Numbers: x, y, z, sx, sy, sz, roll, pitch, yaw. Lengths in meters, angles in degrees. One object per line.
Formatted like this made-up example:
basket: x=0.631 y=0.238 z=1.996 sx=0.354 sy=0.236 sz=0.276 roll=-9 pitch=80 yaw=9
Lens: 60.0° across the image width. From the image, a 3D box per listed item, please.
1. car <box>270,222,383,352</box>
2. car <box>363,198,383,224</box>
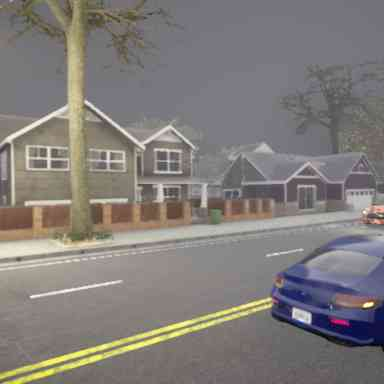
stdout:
car: x=3.353 y=1.487 z=5.830 sx=4.674 sy=1.442 sz=1.812 roll=-1 pitch=0 yaw=-36
car: x=12.577 y=1.105 z=20.644 sx=4.553 sy=1.767 sz=2.097 roll=-1 pitch=1 yaw=-35
